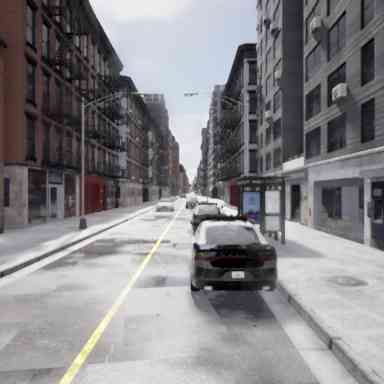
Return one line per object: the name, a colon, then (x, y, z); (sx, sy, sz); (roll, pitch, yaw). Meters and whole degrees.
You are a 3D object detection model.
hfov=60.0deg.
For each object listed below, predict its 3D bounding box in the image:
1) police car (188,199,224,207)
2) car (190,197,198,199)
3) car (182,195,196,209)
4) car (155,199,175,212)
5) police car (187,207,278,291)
police car: (0.914, 1.421, 19.111); (1.930, 1.638, 5.238); (0, 0, 0)
car: (0.918, 1.450, 25.192); (1.801, 1.575, 5.366); (0, 0, 0)
car: (0.049, 1.538, 45.706); (2.033, 1.411, 5.357); (0, 0, 0)
car: (-3.071, 1.518, 38.966); (1.812, 1.442, 4.674); (0, 0, 0)
police car: (0.906, 1.422, 9.111); (1.930, 1.638, 5.238); (0, 0, 0)
